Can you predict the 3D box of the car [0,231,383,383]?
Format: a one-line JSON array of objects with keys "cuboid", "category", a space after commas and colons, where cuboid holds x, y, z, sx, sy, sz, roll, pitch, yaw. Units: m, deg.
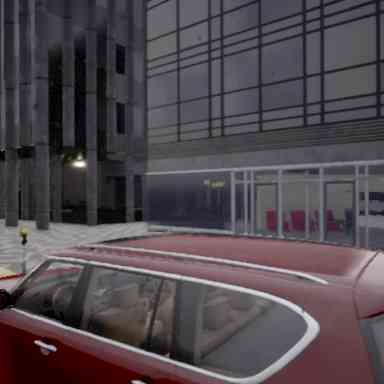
[{"cuboid": [-0.445, 1.325, 3.165, 5.009, 1.841, 2.192, 0, 0, 35], "category": "car"}]
